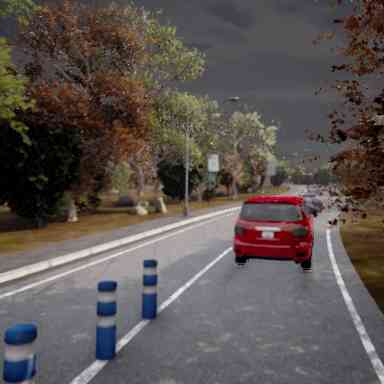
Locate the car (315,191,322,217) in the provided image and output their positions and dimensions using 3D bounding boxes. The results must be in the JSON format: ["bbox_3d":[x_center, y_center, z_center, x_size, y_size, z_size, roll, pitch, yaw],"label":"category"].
[{"bbox_3d":[8.185,0.918,23.953,2.033,1.411,5.357,0,2,26],"label":"car"}]

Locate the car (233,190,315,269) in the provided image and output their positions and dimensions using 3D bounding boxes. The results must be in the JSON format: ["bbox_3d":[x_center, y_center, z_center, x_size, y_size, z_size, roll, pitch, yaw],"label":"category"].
[{"bbox_3d":[2.897,1.120,11.162,2.150,2.045,5.566,0,2,20],"label":"car"}]

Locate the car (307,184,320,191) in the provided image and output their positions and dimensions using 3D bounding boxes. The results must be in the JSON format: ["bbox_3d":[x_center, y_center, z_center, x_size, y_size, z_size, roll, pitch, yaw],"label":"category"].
[{"bbox_3d":[20.790,-0.564,56.828,2.128,1.511,4.902,0,2,24],"label":"car"}]
